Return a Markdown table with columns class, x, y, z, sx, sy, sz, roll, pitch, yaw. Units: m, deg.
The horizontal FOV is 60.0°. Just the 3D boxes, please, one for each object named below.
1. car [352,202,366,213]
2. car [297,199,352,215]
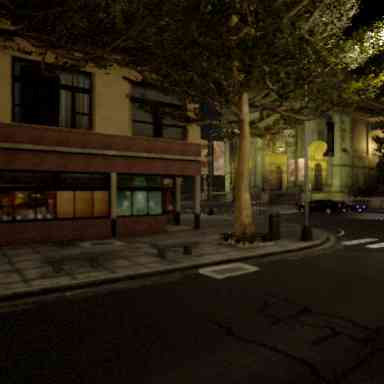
| class | x | y | z | sx | sy | sz | roll | pitch | yaw |
| --- | --- | --- | --- | --- | --- | --- | --- | --- | --- |
| car | 15.611 | 1.527 | 35.241 | 1.895 | 1.301 | 4.718 | 0 | 0 | -36 |
| car | 12.837 | 1.439 | 33.101 | 1.837 | 1.490 | 4.892 | 0 | 0 | -35 |
